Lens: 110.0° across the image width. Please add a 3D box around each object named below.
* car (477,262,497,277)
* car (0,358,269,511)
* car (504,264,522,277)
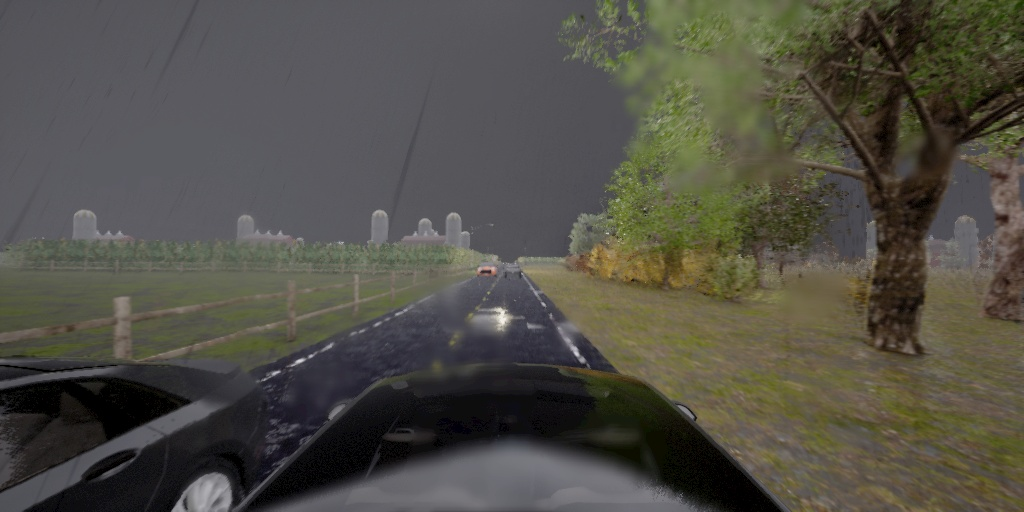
[{"bbox_3d":[-2.815,1.456,41.204,2.097,1.767,4.553,0,-1,0],"label":"car"},{"bbox_3d":[-2.839,1.249,0.843,1.837,1.490,4.892,0,-1,0],"label":"car"},{"bbox_3d":[0.114,1.590,40.652,2.128,1.511,4.902,0,-1,0],"label":"car"}]
